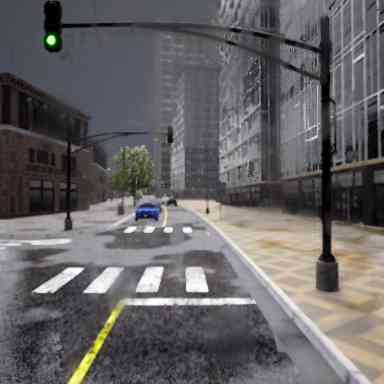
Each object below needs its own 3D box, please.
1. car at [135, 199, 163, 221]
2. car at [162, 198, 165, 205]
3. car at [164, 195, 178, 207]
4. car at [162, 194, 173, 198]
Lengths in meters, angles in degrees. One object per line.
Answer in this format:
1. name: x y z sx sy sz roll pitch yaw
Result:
1. car: -3.789 1.608 28.686 1.882 1.535 5.008 0 0 -3
2. car: -4.480 1.738 38.601 1.994 1.385 4.181 0 0 -4
3. car: -3.556 1.767 58.326 1.837 1.490 4.892 0 0 -7
4. car: -4.904 1.407 68.683 2.150 2.045 5.566 0 0 -8
